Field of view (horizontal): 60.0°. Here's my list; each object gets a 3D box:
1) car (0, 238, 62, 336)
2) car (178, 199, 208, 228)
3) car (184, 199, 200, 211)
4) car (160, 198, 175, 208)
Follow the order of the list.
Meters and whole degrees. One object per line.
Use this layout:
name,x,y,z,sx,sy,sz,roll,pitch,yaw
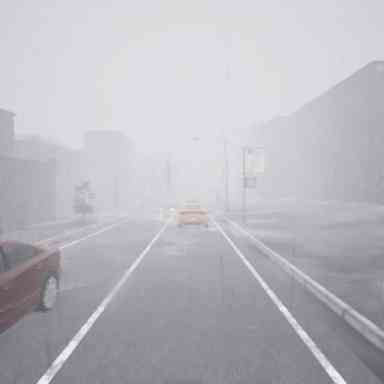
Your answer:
car,-3.597,1.474,4.821,1.882,1.535,5.008,0,0,0
car,0.067,1.470,22.296,1.882,1.535,5.008,0,0,0
car,-0.024,1.586,42.678,1.994,1.385,4.181,0,0,0
car,-3.526,1.565,48.263,1.812,1.442,4.674,0,0,0
